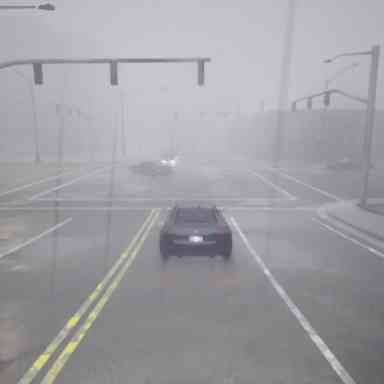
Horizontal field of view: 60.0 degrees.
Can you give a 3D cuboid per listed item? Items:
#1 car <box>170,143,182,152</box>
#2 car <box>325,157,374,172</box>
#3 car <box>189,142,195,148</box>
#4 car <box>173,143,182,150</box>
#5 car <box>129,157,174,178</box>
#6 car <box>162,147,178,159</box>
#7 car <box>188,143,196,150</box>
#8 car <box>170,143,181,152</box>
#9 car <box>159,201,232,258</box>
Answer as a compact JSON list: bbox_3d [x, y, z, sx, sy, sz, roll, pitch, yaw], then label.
[{"bbox_3d":[-3.485,-7.660,61.305,2.128,1.511,4.902,0,10,0],"label":"car"},{"bbox_3d":[16.126,-2.863,34.032,4.674,1.442,1.812,0,10,0],"label":"car"},{"bbox_3d":[0.022,-12.781,90.816,1.812,1.442,4.674,0,10,0],"label":"car"},{"bbox_3d":[-3.480,-11.078,81.069,1.812,1.442,4.674,0,10,0],"label":"car"},{"bbox_3d":[-3.775,-2.190,30.307,2.033,1.411,5.357,-7,12,-36],"label":"car"},{"bbox_3d":[-3.560,-5.850,51.579,1.895,1.301,4.718,0,10,-2],"label":"car"},{"bbox_3d":[0.019,-10.409,77.650,1.895,1.301,4.718,0,10,0],"label":"car"},{"bbox_3d":[-3.483,-9.498,71.039,2.097,1.767,4.553,0,10,0],"label":"car"},{"bbox_3d":[0.102,0.962,10.397,1.994,1.385,4.181,0,6,0],"label":"car"}]
